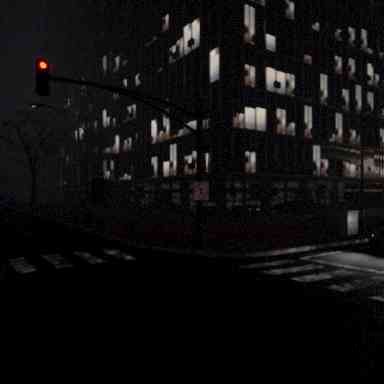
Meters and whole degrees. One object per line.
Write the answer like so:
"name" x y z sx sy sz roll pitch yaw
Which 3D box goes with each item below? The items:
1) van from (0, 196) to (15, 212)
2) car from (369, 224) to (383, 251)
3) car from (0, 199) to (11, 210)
"van" -22.060 1.367 39.462 1.690 1.788 3.998 1 0 -34
"car" 9.607 1.818 14.509 4.674 1.442 1.812 1 -1 -36
"car" -25.261 1.611 44.158 1.802 1.307 4.206 1 0 -34
